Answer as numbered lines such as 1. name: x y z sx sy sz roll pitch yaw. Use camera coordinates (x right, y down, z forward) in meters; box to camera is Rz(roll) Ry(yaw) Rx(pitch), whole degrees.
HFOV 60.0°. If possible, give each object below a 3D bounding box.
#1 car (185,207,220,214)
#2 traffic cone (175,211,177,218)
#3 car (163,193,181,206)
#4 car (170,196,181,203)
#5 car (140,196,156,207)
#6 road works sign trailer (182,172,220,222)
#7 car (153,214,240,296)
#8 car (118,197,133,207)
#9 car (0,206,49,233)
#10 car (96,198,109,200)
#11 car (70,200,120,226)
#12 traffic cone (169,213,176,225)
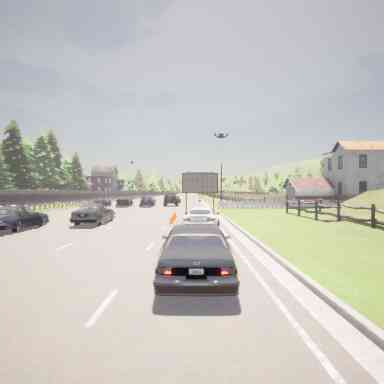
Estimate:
1. car: 0.542 1.538 18.440 1.812 1.442 4.674 0 -1 6
2. traffic cone: -1.456 1.955 25.139 0.340 0.580 0.340 0 0 0
3. car: -3.334 1.221 53.319 2.150 2.045 5.566 0 0 0
4. car: -3.315 1.564 68.534 1.994 1.385 4.181 0 0 0
5. car: -6.835 1.351 52.000 2.097 1.767 4.553 0 0 0
6. road works sign trailer: 0.514 0.464 22.054 2.380 3.560 2.880 0 0 -4
7. car: 0.108 1.547 8.782 2.033 1.411 5.357 0 0 1
8. car: -10.336 1.477 51.489 1.882 1.535 5.008 0 0 0
9. car: -10.376 1.547 19.588 2.033 1.411 5.357 0 0 0
10. car: -13.841 1.564 51.191 1.994 1.385 4.181 0 0 1
11. car: -6.872 1.547 23.446 2.033 1.411 5.357 0 0 0
12. traffic cone: -1.459 1.955 23.139 0.340 0.580 0.340 0 0 0
